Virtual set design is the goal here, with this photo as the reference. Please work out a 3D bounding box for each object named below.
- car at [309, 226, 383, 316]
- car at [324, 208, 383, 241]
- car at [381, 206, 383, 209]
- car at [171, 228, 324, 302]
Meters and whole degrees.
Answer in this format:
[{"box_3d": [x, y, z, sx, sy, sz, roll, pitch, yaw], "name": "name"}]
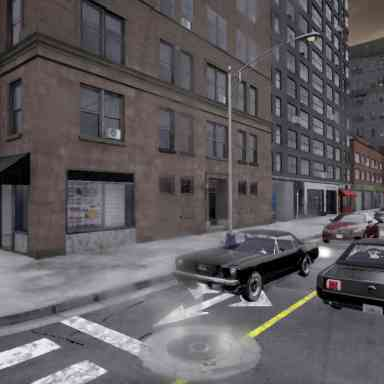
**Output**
[{"box_3d": [4.385, 1.677, 7.218, 1.895, 1.301, 4.718, -1, -1, 39], "name": "car"}, {"box_3d": [8.067, 1.741, 16.676, 1.812, 1.442, 4.674, -1, -1, 39], "name": "car"}, {"box_3d": [15.253, 1.820, 25.513, 2.128, 1.511, 4.902, -1, -1, 39], "name": "car"}, {"box_3d": [1.645, 1.717, 8.812, 1.895, 1.301, 4.718, -1, -1, 40], "name": "car"}]
